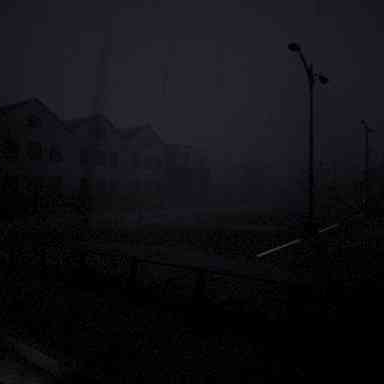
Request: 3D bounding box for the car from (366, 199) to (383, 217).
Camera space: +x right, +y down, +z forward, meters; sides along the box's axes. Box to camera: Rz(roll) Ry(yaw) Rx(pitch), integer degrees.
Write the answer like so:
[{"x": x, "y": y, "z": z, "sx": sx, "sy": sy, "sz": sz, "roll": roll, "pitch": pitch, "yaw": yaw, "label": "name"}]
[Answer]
[{"x": 15.375, "y": 1.298, "z": 26.844, "sx": 2.007, "sy": 1.523, "sz": 4.514, "roll": 0, "pitch": 0, "yaw": 35, "label": "car"}]
